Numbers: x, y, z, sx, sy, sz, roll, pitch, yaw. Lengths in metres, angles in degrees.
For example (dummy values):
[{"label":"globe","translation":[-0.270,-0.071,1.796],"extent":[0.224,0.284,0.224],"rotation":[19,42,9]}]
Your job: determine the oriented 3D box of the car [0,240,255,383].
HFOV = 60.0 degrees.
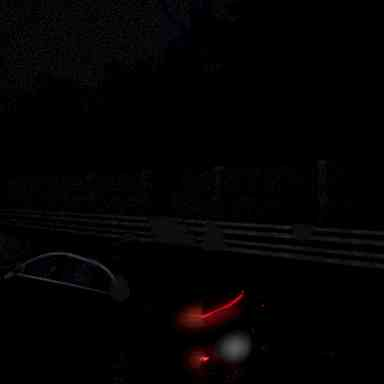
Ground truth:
[{"label":"car","translation":[-1.486,1.496,5.076],"extent":[4.902,1.511,2.128],"rotation":[0,0,36]}]
